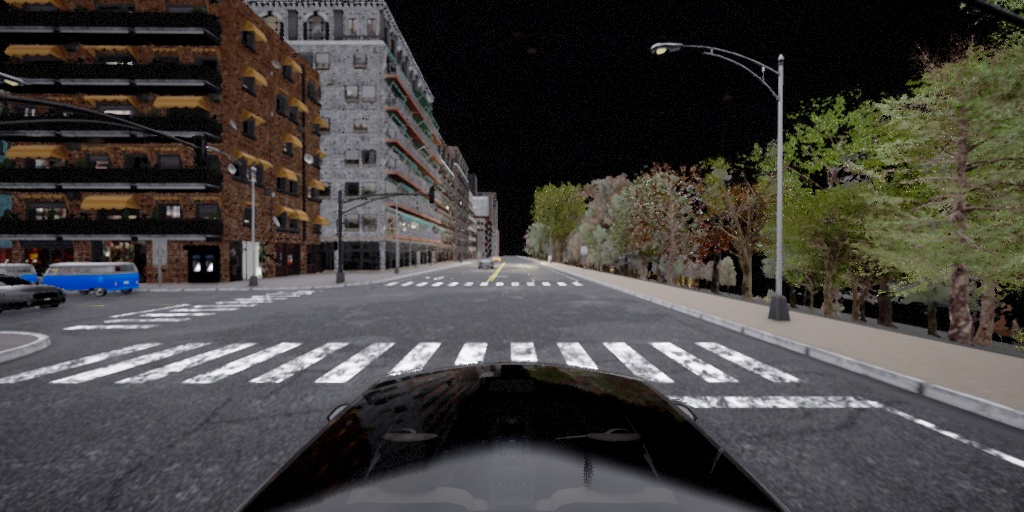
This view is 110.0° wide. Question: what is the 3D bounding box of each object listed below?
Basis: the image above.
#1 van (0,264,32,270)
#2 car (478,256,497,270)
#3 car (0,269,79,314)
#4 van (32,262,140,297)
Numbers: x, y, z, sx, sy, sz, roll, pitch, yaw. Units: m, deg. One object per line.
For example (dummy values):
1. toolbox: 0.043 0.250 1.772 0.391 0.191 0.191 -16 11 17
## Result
1. van: -28.331 1.313 19.332 3.998 1.789 1.690 0 0 -1
2. car: -3.272 1.057 45.700 1.812 1.442 4.674 0 1 0
3. car: -20.184 1.429 13.655 4.892 1.490 1.837 -1 1 -1
4. van: -22.730 1.239 19.412 3.998 1.789 1.690 0 0 -1
